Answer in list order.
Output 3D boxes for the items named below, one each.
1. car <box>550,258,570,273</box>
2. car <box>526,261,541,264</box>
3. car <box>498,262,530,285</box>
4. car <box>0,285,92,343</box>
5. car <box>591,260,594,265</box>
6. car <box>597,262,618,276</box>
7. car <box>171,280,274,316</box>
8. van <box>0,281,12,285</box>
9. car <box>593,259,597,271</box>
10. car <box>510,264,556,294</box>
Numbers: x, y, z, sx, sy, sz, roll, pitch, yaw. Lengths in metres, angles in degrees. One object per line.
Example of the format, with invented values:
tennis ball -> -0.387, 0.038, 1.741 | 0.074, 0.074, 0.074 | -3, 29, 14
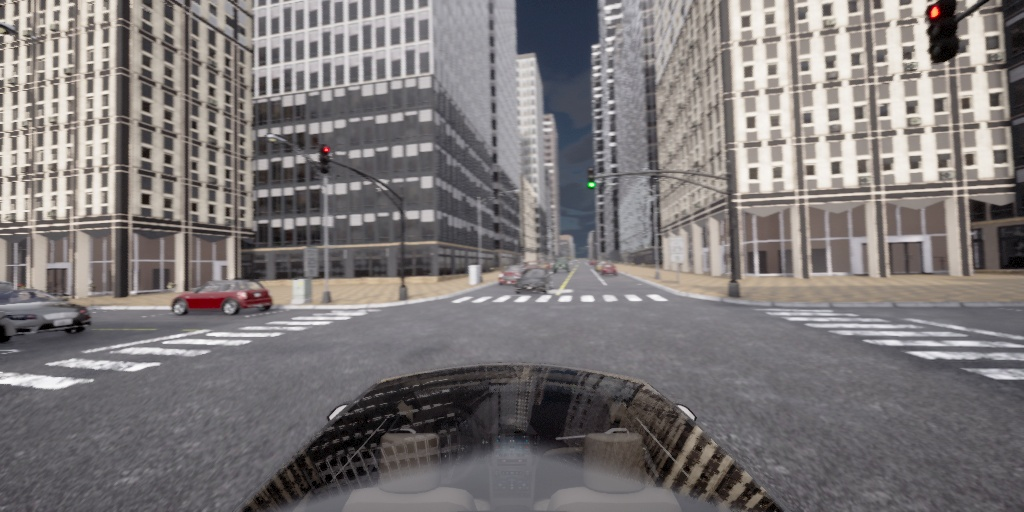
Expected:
car -> 7.065, 1.268, 51.221 | 2.150, 2.045, 5.566 | -2, -1, 11
car -> 2.296, 1.478, 40.619 | 2.192, 1.841, 5.009 | 0, 0, 11
car -> 0.162, 1.533, 29.675 | 1.967, 1.591, 4.097 | 0, 0, 11
car -> -15.805, 1.793, 11.183 | 4.902, 1.511, 2.128 | -2, -2, 11
car -> 13.733, 1.561, 55.502 | 1.948, 1.339, 4.313 | 0, 0, 11
car -> 10.530, 1.471, 39.078 | 1.802, 1.307, 4.207 | 0, 0, 11
car -> -13.388, 1.847, 16.588 | 4.097, 1.591, 1.967 | 0, 0, 11
van -> -30.005, 2.279, 19.863 | 3.998, 1.789, 1.690 | 0, 0, 11
car -> 12.698, 1.485, 50.195 | 1.751, 1.417, 4.829 | 0, 0, 11
car -> 1.402, 1.498, 22.108 | 1.837, 1.490, 4.892 | -2, 0, 11
